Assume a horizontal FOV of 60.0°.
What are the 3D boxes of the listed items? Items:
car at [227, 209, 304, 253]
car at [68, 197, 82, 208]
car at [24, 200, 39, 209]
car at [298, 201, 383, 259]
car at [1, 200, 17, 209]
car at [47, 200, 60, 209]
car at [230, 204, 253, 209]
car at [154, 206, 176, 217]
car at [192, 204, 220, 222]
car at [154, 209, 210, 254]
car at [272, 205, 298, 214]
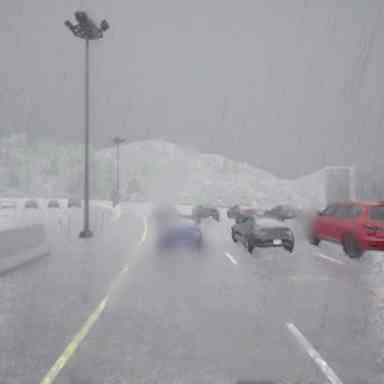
[{"bbox_3d":[2.962,1.686,14.527,1.812,1.442,4.674,0,0,-4],"label":"car"},{"bbox_3d":[-21.121,1.882,59.987,2.150,2.045,5.566,0,-1,-19],"label":"car"},{"bbox_3d":[-27.590,2.135,57.201,1.837,1.490,4.892,0,-1,-19],"label":"car"},{"bbox_3d":[6.561,1.374,13.446,2.150,2.045,5.566,0,0,-4],"label":"car"},{"bbox_3d":[-30.968,2.147,56.346,1.812,1.442,4.674,0,-1,-19],"label":"car"},{"bbox_3d":[-24.364,2.151,58.609,1.837,1.490,4.892,0,-1,-19],"label":"car"},{"bbox_3d":[4.562,1.863,30.652,1.812,1.442,4.674,0,0,-9],"label":"car"},{"bbox_3d":[-2.305,1.887,29.256,1.994,1.385,4.181,0,-1,-9],"label":"car"},{"bbox_3d":[1.163,1.835,29.758,1.837,1.490,4.892,0,0,-9],"label":"car"},{"bbox_3d":[-0.530,1.684,14.298,1.812,1.442,4.674,0,0,-4],"label":"car"},{"bbox_3d":[8.249,1.876,29.812,2.033,1.411,5.357,0,-1,-9],"label":"car"}]
